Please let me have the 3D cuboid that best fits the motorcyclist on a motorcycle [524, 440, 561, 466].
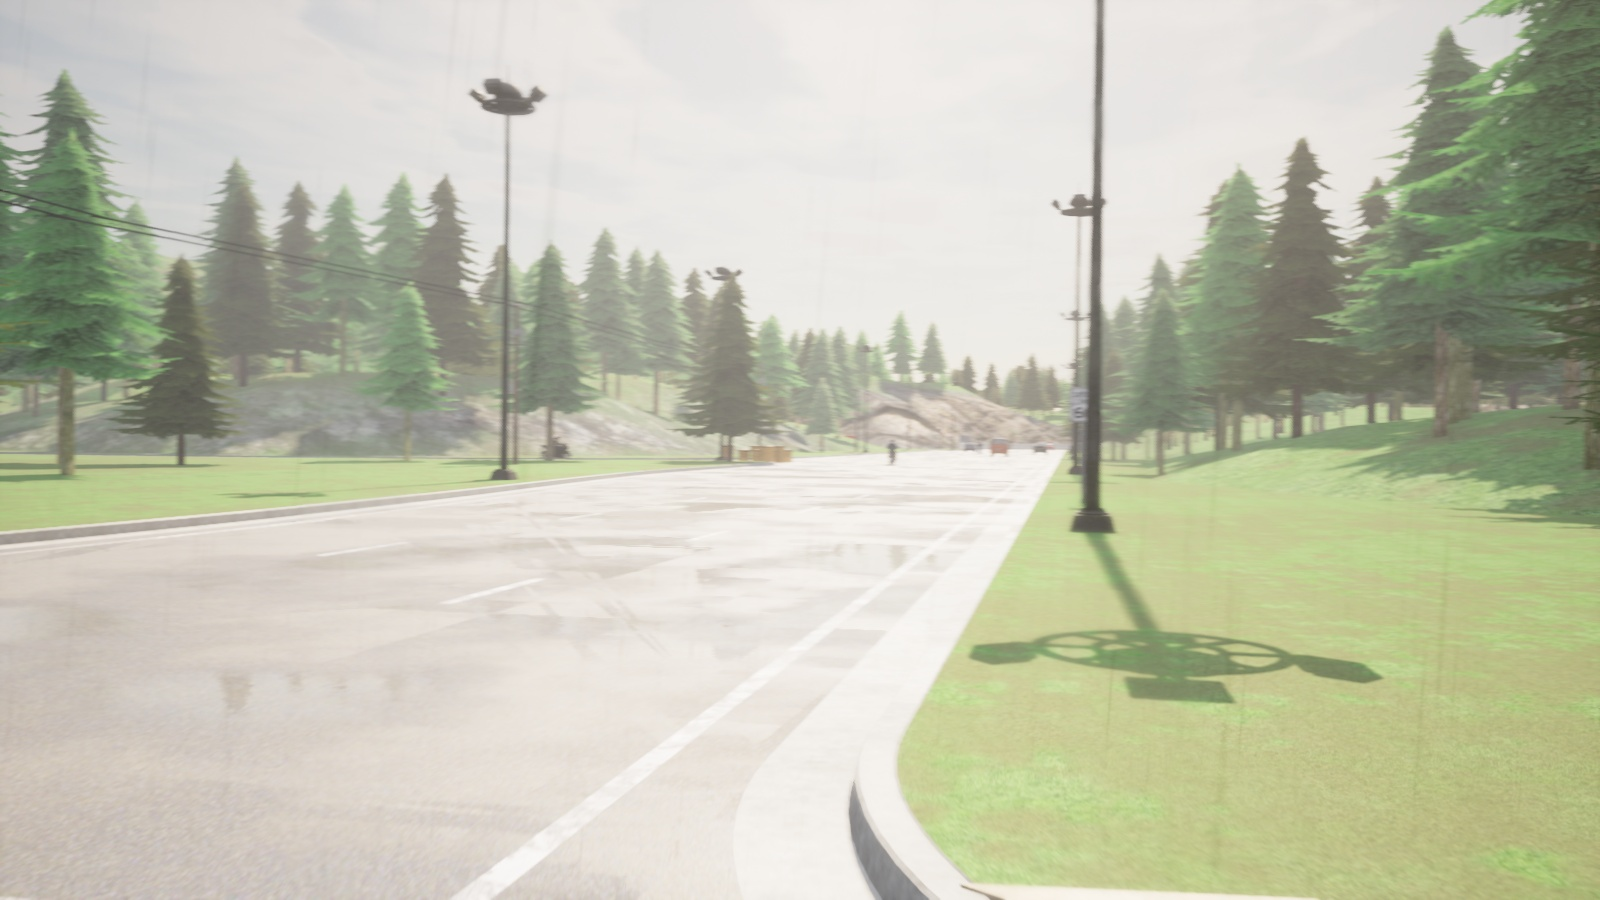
[{"bbox_3d":[-15.601,0.169,76.185,2.044,1.523,0.797,-1,0,-34],"label":"motorcyclist on a motorcycle"}]
